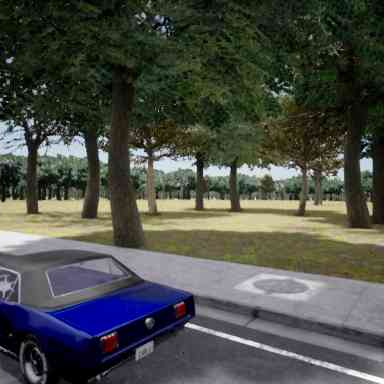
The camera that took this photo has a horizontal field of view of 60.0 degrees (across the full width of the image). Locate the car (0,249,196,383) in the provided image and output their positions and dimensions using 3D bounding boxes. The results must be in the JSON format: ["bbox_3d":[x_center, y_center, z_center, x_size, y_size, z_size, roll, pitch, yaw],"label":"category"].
[{"bbox_3d":[-2.367,1.600,5.251,4.718,1.301,1.895,0,0,36],"label":"car"}]
